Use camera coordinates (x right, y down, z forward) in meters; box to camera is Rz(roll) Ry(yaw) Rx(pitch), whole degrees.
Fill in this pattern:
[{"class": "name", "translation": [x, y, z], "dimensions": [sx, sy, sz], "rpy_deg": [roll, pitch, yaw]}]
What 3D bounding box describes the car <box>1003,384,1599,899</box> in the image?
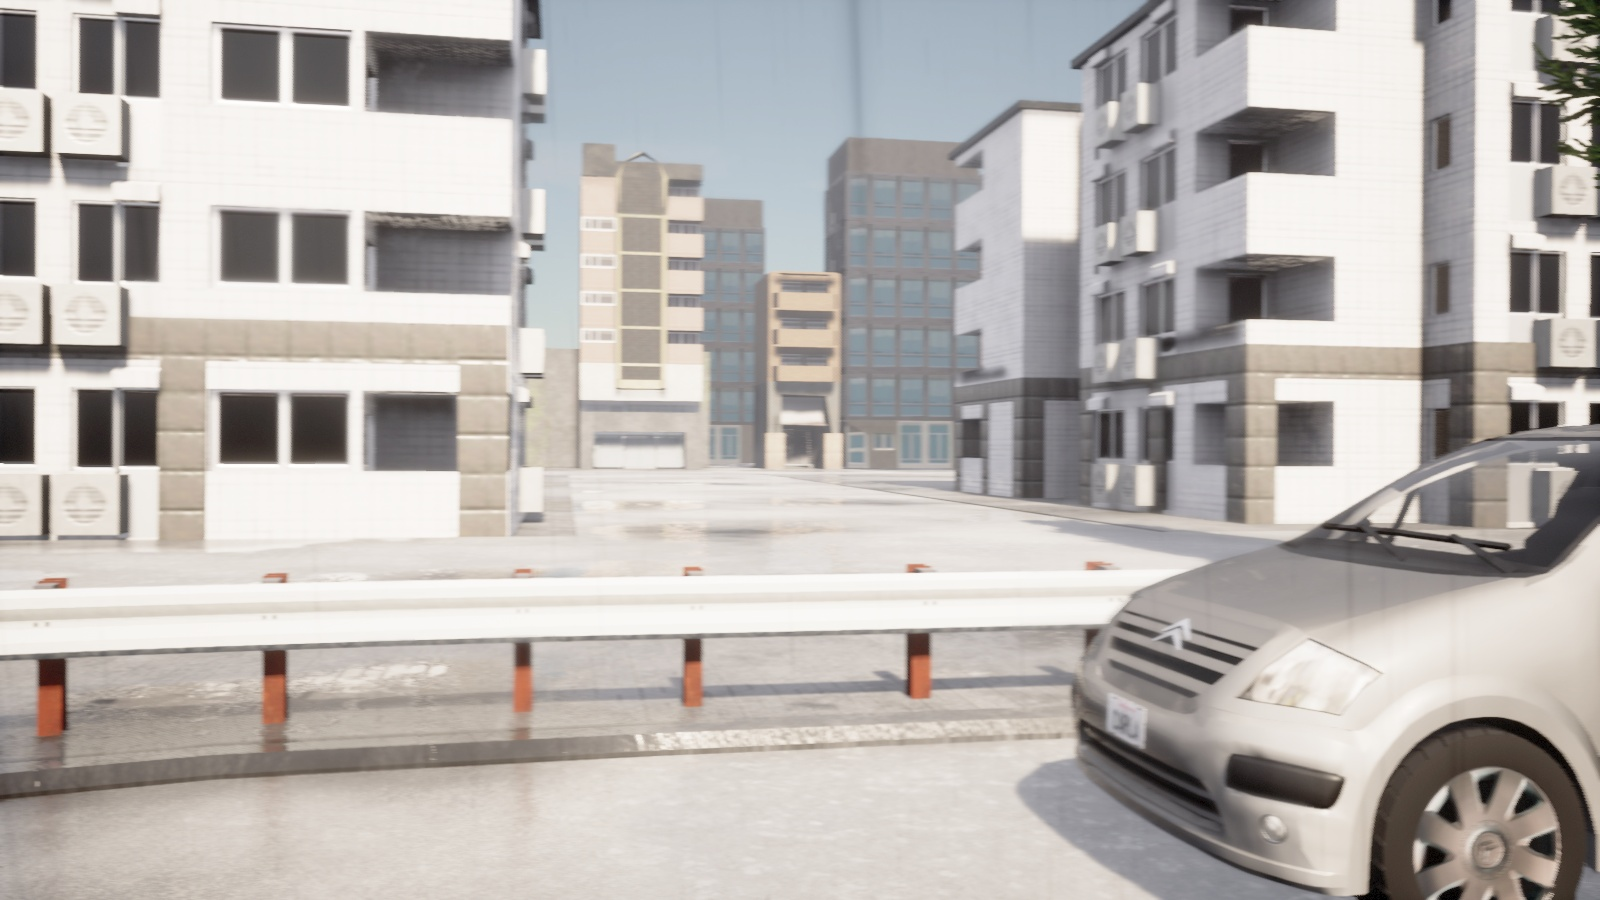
[{"class": "car", "translation": [2.973, 0.631, 4.655], "dimensions": [3.988, 1.617, 1.851], "rpy_deg": [0, 0, -11]}]
